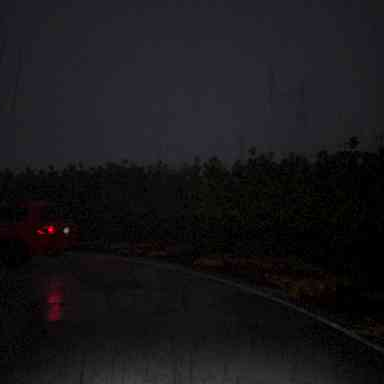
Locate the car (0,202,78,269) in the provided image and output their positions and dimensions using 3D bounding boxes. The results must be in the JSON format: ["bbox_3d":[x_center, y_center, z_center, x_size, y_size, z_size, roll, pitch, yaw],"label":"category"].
[{"bbox_3d":[-6.799,1.362,11.562,5.566,2.045,2.150,0,-1,11],"label":"car"}]
